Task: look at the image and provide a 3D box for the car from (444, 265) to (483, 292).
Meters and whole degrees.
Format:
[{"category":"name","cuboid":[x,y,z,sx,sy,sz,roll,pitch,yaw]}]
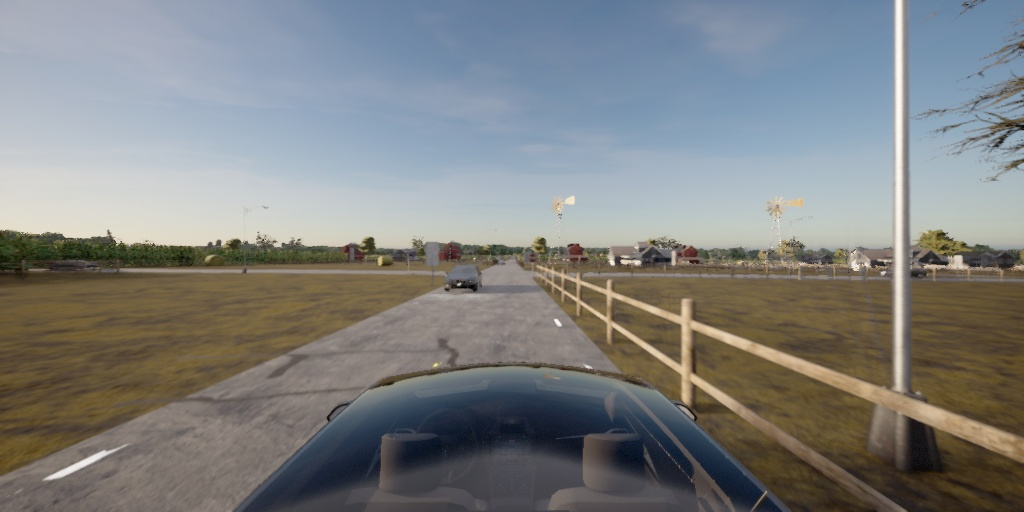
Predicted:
[{"category":"car","cuboid":[-2.830,1.290,21.571,1.837,1.490,4.892,0,0,0]}]
